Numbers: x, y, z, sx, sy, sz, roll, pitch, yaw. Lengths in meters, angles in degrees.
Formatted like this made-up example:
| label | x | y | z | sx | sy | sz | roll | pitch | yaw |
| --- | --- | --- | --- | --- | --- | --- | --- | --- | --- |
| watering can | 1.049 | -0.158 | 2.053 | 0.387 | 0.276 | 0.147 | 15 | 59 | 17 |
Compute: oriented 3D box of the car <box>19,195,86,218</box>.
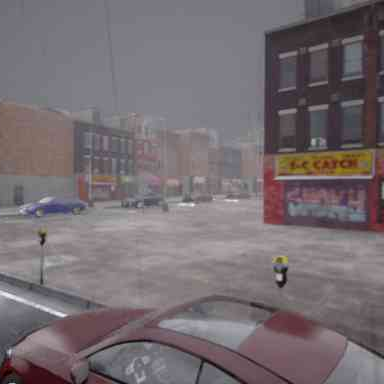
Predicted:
| label | x | y | z | sx | sy | sz | roll | pitch | yaw |
| --- | --- | --- | --- | --- | --- | --- | --- | --- | --- |
| car | -9.956 | 0.992 | 24.037 | 1.812 | 1.442 | 4.674 | 1 | 2 | 37 |

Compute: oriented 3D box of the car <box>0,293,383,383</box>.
| label | x | y | z | sx | sy | sz | roll | pitch | yaw |
| --- | --- | --- | --- | --- | --- | --- | --- | --- | --- |
| car | 0.059 | 1.575 | 2.762 | 4.206 | 1.307 | 1.802 | 0 | 1 | 35 |

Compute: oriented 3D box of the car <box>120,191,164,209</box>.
| label | x | y | z | sx | sy | sz | roll | pitch | yaw |
| --- | --- | --- | --- | --- | --- | --- | --- | --- | --- |
| car | -4.614 | 0.731 | 31.563 | 1.837 | 1.490 | 4.892 | 1 | 2 | 35 |

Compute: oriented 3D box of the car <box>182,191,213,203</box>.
| label | x | y | z | sx | sy | sz | roll | pitch | yaw |
| --- | --- | --- | --- | --- | --- | --- | --- | --- | --- |
| car | 0.708 | 0.560 | 39.041 | 1.994 | 1.385 | 4.181 | 1 | 2 | 36 |

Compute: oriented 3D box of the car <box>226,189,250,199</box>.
| label | x | y | z | sx | sy | sz | roll | pitch | yaw |
| --- | --- | --- | --- | --- | --- | --- | --- | --- | --- |
| car | 6.570 | 0.321 | 47.244 | 1.994 | 1.385 | 4.181 | 1 | 2 | 36 |
